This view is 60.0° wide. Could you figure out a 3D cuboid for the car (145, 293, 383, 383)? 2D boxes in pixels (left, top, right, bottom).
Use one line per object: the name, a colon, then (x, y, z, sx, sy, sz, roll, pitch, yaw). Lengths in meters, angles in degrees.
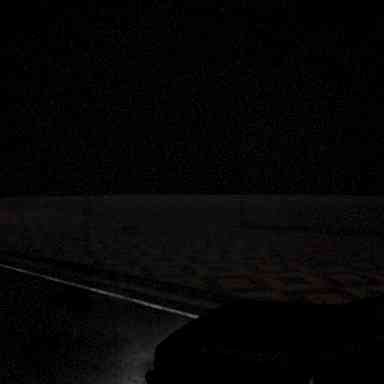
car: (2.157, 1.548, 2.455, 5.357, 1.411, 2.033, 0, 0, 36)
